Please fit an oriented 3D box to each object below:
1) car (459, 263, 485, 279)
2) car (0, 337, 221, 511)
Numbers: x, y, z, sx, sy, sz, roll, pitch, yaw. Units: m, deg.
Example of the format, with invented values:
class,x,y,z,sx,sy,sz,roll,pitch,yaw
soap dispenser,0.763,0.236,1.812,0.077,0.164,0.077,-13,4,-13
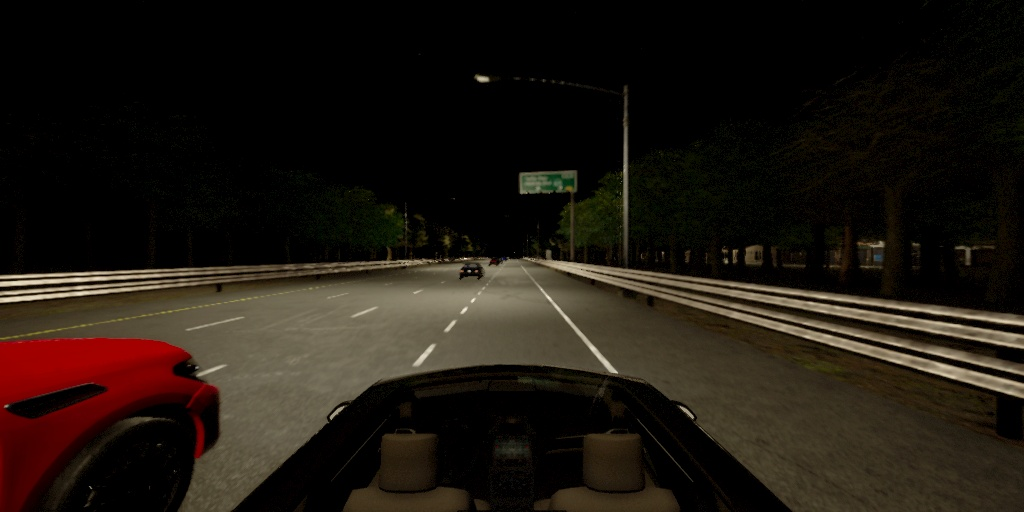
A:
class,x,y,z,sx,sy,sz,roll,pitch,yaw
car,-3.478,1.283,31.673,2.033,1.411,5.357,0,0,0
car,-3.499,0.970,0.584,2.150,2.045,5.566,0,0,0
